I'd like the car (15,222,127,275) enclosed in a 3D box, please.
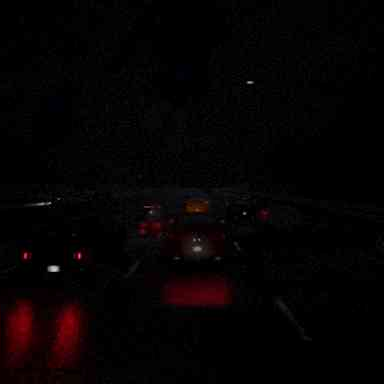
[{"bbox_3d":[-3.340,1.571,10.306,1.895,1.301,4.718,0,0,1],"label":"car"}]

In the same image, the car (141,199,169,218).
[{"bbox_3d":[-3.061,1.349,27.942,2.128,1.511,4.902,0,1,1],"label":"car"}]

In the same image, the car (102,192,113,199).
[{"bbox_3d":[-16.464,0.814,63.845,2.128,1.511,4.902,0,1,2],"label":"car"}]

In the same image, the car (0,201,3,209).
[{"bbox_3d":[-20.582,1.171,32.416,2.097,1.767,4.553,0,1,1],"label":"car"}]

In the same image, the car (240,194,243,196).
[{"bbox_3d":[7.761,1.080,48.975,1.837,1.490,4.892,0,1,1],"label":"car"}]

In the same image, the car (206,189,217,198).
[{"bbox_3d":[4.803,0.592,76.334,2.033,1.411,5.357,0,1,1],"label":"car"}]

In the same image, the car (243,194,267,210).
[{"bbox_3d":[7.416,1.227,38.430,2.128,1.511,4.902,0,1,3],"label":"car"}]

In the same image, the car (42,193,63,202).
[{"bbox_3d":[-23.638,0.952,56.326,2.128,1.511,4.902,0,1,2],"label":"car"}]

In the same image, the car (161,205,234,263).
[{"bbox_3d":[0.179,1.442,11.833,1.882,1.535,5.008,0,0,1],"label":"car"}]

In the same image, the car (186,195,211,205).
[{"bbox_3d":[0.481,1.313,30.083,1.882,1.535,5.008,0,1,1],"label":"car"}]

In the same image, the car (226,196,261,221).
[{"bbox_3d":[3.802,1.349,26.142,1.882,1.535,5.008,0,1,1],"label":"car"}]

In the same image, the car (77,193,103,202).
[{"bbox_3d":[-13.452,1.243,43.044,1.994,1.385,4.181,0,1,1],"label":"car"}]
